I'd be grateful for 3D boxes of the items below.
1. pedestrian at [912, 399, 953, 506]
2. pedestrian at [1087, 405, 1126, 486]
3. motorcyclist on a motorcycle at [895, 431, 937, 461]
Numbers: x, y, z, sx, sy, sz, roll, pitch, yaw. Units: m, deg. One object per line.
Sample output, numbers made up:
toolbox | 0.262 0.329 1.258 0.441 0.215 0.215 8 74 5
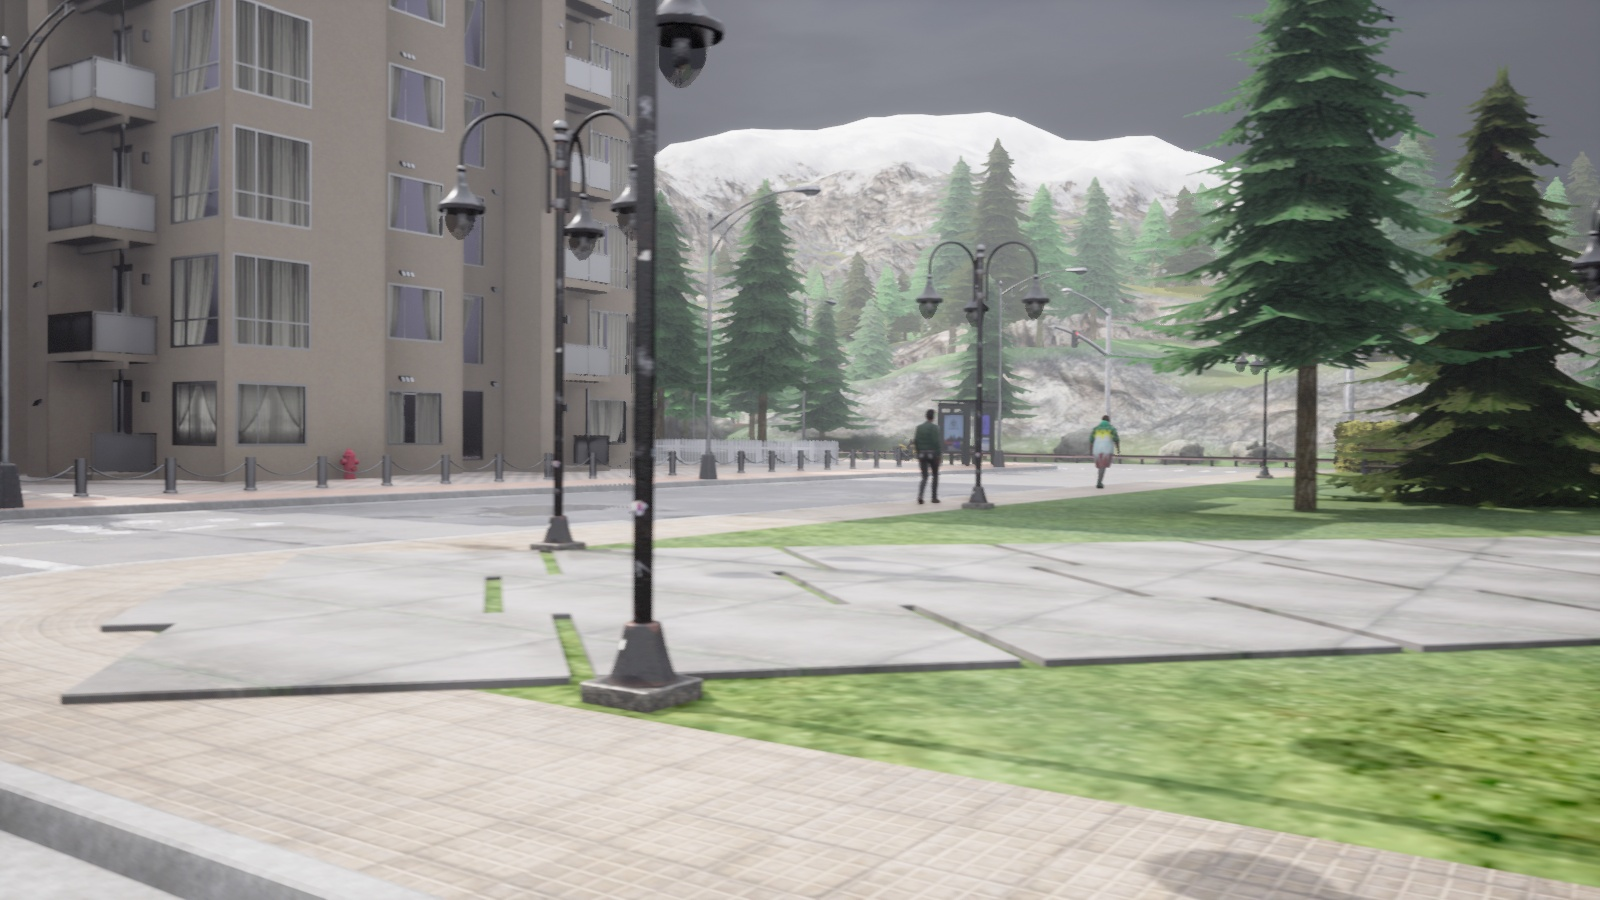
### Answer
pedestrian | 2.444 0.039 23.144 0.423 1.949 0.788 0 1 32
pedestrian | 7.559 -0.115 30.990 0.659 1.952 0.873 0 1 34
motorcyclist on a motorcycle | 6.007 -0.228 64.979 2.044 1.523 0.797 0 1 35
